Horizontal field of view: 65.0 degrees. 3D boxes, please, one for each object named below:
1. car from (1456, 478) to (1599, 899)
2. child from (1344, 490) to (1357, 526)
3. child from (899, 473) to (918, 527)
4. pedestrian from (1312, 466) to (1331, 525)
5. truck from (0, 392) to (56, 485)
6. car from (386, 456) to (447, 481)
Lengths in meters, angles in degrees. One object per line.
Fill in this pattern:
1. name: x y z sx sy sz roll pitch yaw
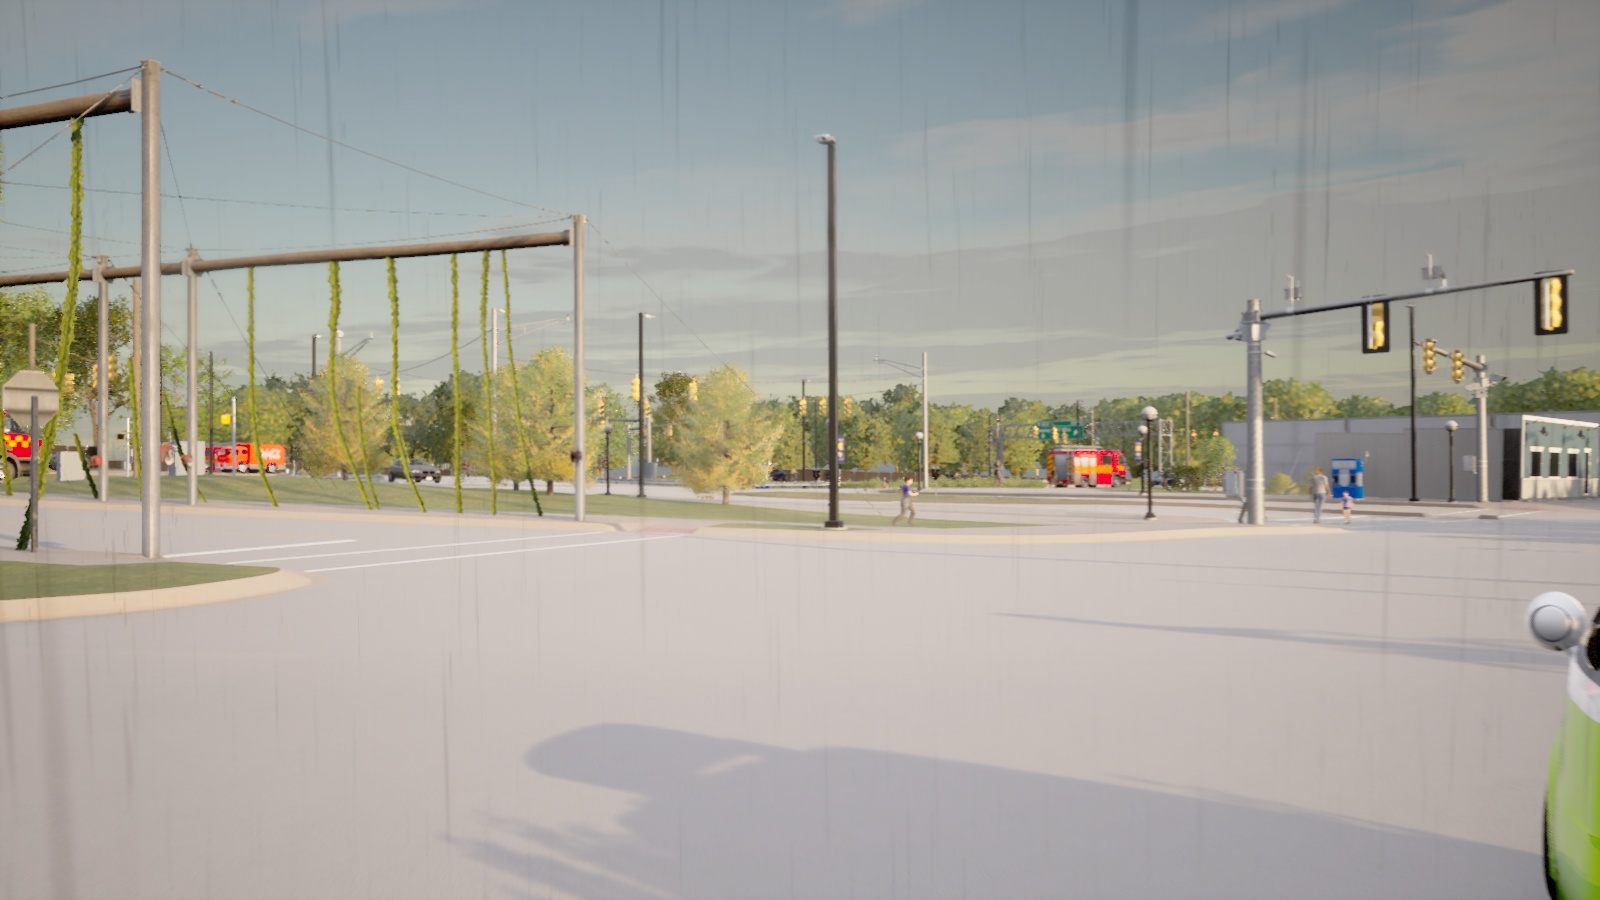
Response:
1. car: 2.581 0.778 3.005 1.481 1.376 2.207 -1 0 36
2. child: 17.435 1.827 39.767 0.255 1.110 0.394 -1 -1 42
3. child: 2.569 1.183 29.697 0.437 1.263 0.270 0 -1 9
4. pedestrian: 16.506 1.432 39.777 0.354 1.836 0.706 -1 -1 39
5. truck: -35.579 -0.553 51.218 8.468 3.827 2.891 3 -3 -45
6. car: -26.108 1.259 85.374 2.242 1.667 4.611 2 -2 -42
